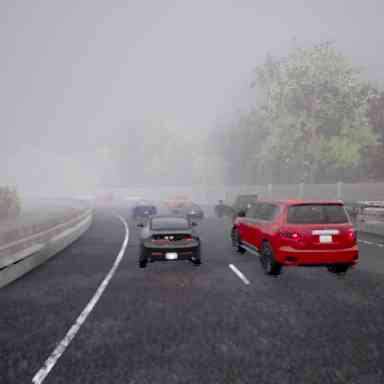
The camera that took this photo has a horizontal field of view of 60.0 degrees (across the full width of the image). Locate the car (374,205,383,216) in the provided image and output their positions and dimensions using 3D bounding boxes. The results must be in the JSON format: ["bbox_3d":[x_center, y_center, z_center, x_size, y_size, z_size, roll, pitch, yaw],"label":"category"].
[{"bbox_3d":[11.569,1.422,24.889,1.837,1.490,4.892,-1,0,-39],"label":"car"}]

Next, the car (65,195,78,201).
[{"bbox_3d":[-30.206,1.577,83.236,2.128,1.511,4.902,0,0,-45],"label":"car"}]

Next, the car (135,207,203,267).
[{"bbox_3d":[-0.836,1.500,11.525,1.837,1.490,4.892,0,0,-7],"label":"car"}]

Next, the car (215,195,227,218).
[{"bbox_3d":[3.569,1.191,26.462,2.150,2.045,5.566,0,0,-14],"label":"car"}]

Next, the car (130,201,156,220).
[{"bbox_3d":[-4.261,1.473,28.622,1.882,1.535,5.008,0,0,-15],"label":"car"}]

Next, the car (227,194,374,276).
[{"bbox_3d":[2.856,1.203,10.522,2.150,2.045,5.566,0,0,-7],"label":"car"}]

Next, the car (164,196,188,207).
[{"bbox_3d":[-2.017,1.306,44.154,2.097,1.767,4.553,0,0,-28],"label":"car"}]

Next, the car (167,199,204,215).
[{"bbox_3d":[-0.458,1.546,27.882,1.994,1.385,4.181,0,0,-15],"label":"car"}]

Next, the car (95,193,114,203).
[{"bbox_3d":[-18.471,1.244,70.553,2.150,2.045,5.566,0,0,-40],"label":"car"}]
